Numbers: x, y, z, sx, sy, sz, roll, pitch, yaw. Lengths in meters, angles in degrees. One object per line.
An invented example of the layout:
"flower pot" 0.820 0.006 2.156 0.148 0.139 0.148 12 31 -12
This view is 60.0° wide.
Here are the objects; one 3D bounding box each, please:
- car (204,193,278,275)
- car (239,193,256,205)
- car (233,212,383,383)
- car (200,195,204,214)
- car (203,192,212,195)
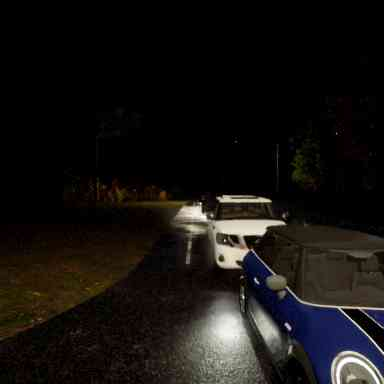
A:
"car" 1.638 1.162 10.563 2.150 2.045 5.566 0 0 0
"car" 9.118 1.075 54.581 2.097 1.767 4.553 0 0 1
"car" 1.929 1.338 4.219 2.097 1.767 4.553 0 0 -1
"car" 1.870 1.309 32.545 1.882 1.535 5.008 0 0 1
"car" 2.508 1.193 61.302 1.837 1.490 4.892 0 0 4
